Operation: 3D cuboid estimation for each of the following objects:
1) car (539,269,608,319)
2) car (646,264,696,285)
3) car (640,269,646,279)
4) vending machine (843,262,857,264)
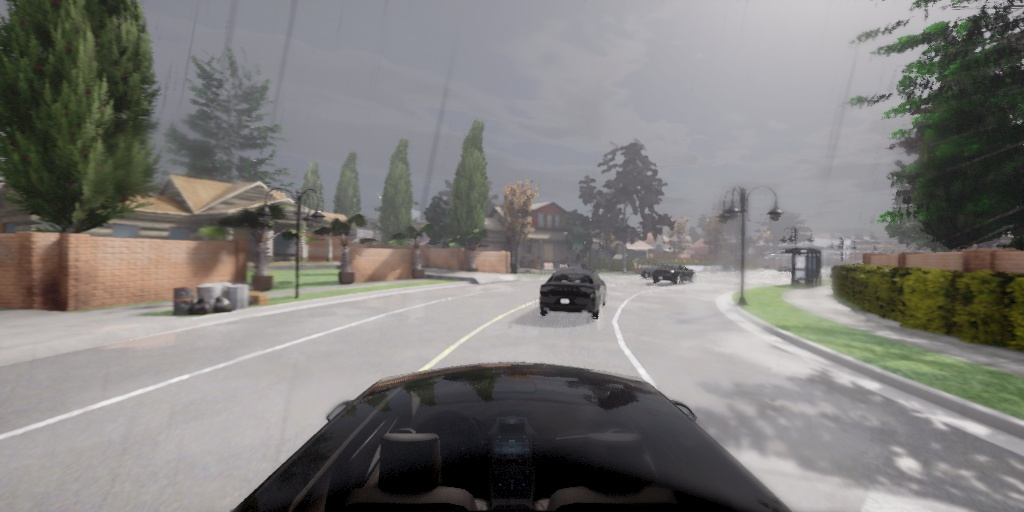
[{"bbox_3d":[2.358,1.204,13.038,1.882,1.535,5.008,1,0,18],"label":"car"},{"bbox_3d":[12.852,1.436,28.319,4.892,1.490,1.837,1,-1,-42],"label":"car"},{"bbox_3d":[14.307,1.484,34.561,4.892,1.490,1.837,1,0,-39],"label":"car"},{"bbox_3d":[38.534,1.692,40.652,0.880,2.100,1.100,0,0,-39],"label":"vending machine"}]
